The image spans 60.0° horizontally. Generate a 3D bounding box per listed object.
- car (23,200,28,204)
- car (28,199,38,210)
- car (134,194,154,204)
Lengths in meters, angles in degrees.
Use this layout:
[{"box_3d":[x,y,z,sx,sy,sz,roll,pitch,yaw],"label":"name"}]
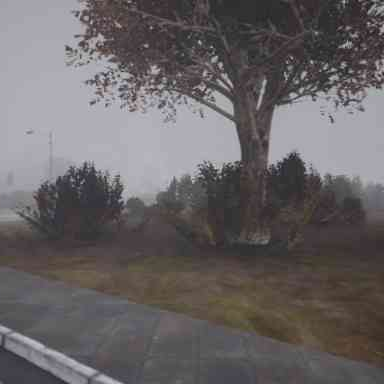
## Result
[{"box_3d":[-19.641,1.298,44.141,2.150,2.045,5.566,0,0,33],"label":"car"},{"box_3d":[-17.214,1.551,41.451,1.882,1.535,5.008,0,0,33],"label":"car"},{"box_3d":[-8.446,1.297,54.893,2.150,2.045,5.566,0,0,33],"label":"car"}]
